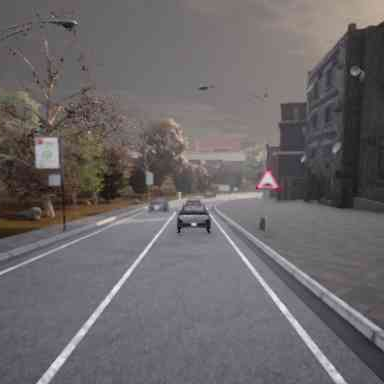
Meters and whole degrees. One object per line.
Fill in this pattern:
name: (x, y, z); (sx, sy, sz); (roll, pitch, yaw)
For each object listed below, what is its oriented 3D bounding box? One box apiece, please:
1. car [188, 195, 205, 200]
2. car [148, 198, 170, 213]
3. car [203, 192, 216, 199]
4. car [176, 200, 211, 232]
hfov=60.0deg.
car: (0.270, 1.436, 40.022); (1.837, 1.490, 4.892); (0, 0, 2)
car: (-3.493, 1.424, 35.809); (2.128, 1.511, 4.902); (0, 0, 1)
car: (4.015, 0.661, 75.828); (1.882, 1.535, 5.008); (2, 2, 21)
car: (0.098, 1.455, 19.650); (2.128, 1.511, 4.902); (0, 0, 0)
